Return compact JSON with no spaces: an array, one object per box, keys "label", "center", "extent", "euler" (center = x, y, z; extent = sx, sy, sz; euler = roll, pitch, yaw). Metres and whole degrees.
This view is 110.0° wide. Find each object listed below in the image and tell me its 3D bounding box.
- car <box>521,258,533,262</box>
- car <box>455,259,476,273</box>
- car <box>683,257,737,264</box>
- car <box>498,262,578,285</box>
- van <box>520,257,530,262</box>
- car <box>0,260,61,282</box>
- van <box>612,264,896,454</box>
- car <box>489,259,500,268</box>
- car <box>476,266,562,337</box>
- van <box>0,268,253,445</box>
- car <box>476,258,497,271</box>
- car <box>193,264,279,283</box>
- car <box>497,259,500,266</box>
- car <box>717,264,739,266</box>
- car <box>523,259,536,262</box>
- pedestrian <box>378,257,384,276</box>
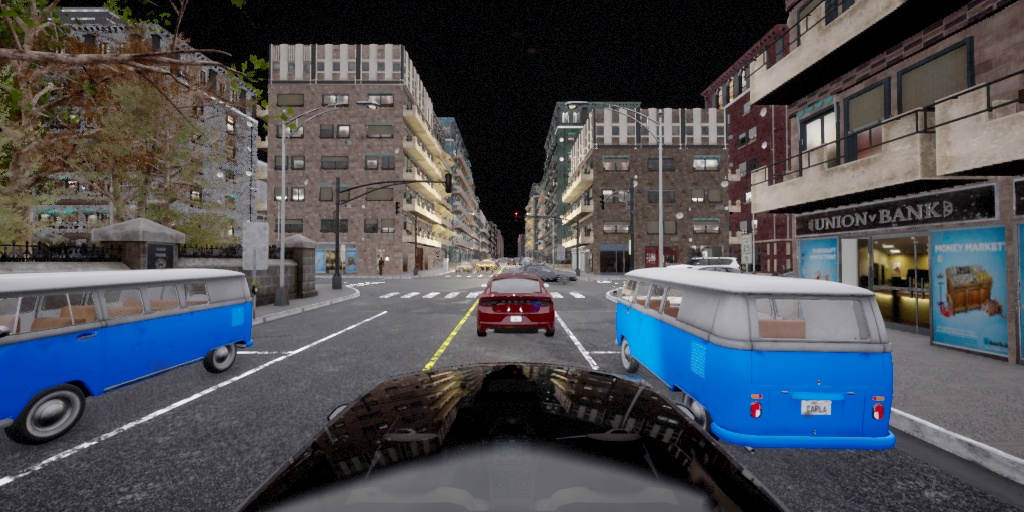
[{"label":"car","center":[2.658,1.317,48.582],"extent":[2.007,1.370,4.403],"euler":[0,0,0]},{"label":"car","center":[-5.719,1.289,42.763],"extent":[1.751,1.417,4.829],"euler":[0,0,0]},{"label":"car","center":[15.082,1.101,28.507],"extent":[5.566,2.045,2.150],"euler":[0,-1,2]},{"label":"car","center":[1.874,1.305,25.427],"extent":[5.357,1.411,2.033],"euler":[0,0,0]},{"label":"van","center":[2.650,1.112,59.866],"extent":[1.690,1.789,3.998],"euler":[0,0,0]},{"label":"car","center":[-36.176,1.046,25.898],"extent":[4.892,1.490,1.837],"euler":[0,-1,1]},{"label":"van","center":[2.656,1.092,4.992],"extent":[1.690,1.789,3.998],"euler":[0,0,0]},{"label":"car","center":[-3.106,1.299,63.727],"extent":[1.812,1.442,4.674],"euler":[0,0,0]},{"label":"car","center":[0.092,1.230,10.352],"extent":[1.882,1.535,5.008],"euler":[0,0,0]},{"label":"van","center":[-5.658,1.092,4.988],"extent":[1.690,1.789,3.998],"euler":[0,0,0]},{"label":"car","center":[-3.132,1.242,43.627],"extent":[1.882,1.535,5.008],"euler":[0,0,0]},{"label":"car","center":[-19.657,1.231,25.705],"extent":[4.718,1.301,1.895],"euler":[0,-1,1]},{"label":"car","center":[-3.134,1.316,53.588],"extent":[2.033,1.411,5.357],"euler":[0,0,0]},{"label":"car","center":[13.519,1.333,22.735],"extent":[4.313,1.339,1.948],"euler":[0,0,1]},{"label":"car","center":[2.662,1.330,42.939],"extent":[1.948,1.339,4.313],"euler":[0,0,0]},{"label":"pedestrian","center":[-12.563,0.967,34.370],"extent":[0.375,1.860,0.375],"euler":[0,-1,1]}]
